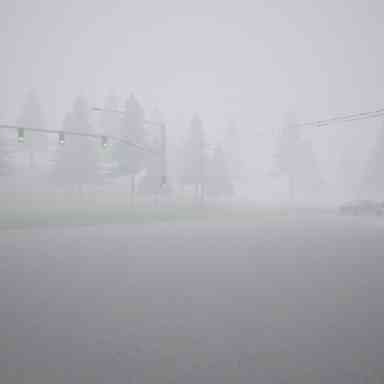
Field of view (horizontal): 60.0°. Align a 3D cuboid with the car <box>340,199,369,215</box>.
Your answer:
[{"bbox_3d":[17.117,1.478,33.878,5.008,1.535,1.882,0,0,-32],"label":"car"}]

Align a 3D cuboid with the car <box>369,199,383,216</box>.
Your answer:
[{"bbox_3d":[19.472,1.221,31.218,5.566,2.045,2.150,0,0,-32],"label":"car"}]
